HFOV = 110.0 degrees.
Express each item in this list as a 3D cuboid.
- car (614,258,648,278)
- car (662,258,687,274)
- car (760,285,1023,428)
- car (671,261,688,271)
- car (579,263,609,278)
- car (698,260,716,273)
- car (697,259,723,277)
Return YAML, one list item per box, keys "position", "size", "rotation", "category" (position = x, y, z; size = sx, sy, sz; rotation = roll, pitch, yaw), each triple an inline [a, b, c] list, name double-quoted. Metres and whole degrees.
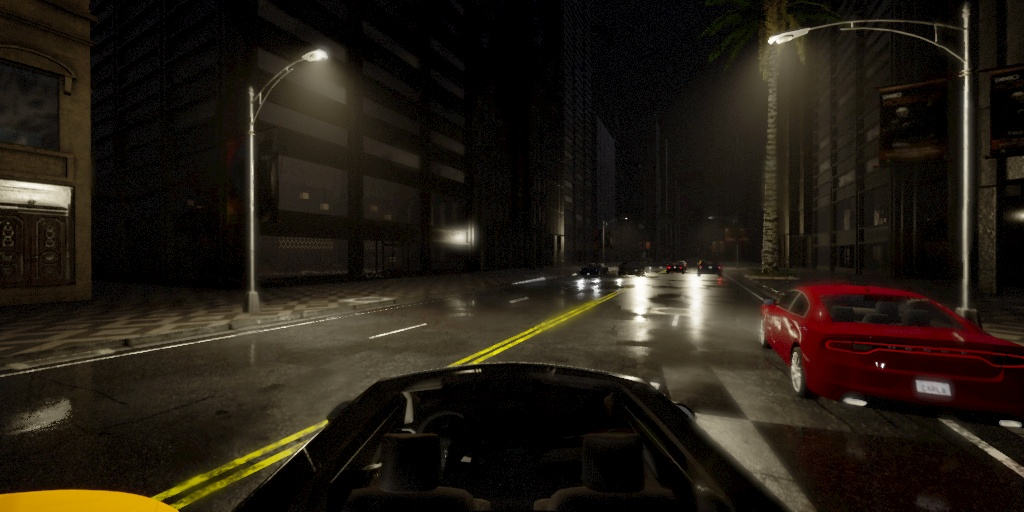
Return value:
- position: [11.473, 1.226, 34.431]
  size: [1.882, 1.535, 5.008]
  rotation: [0, 0, 27]
  category: "car"
- position: [18.657, 1.295, 40.824]
  size: [2.033, 1.411, 5.357]
  rotation: [0, 0, 27]
  category: "car"
- position: [5.515, 1.223, 5.928]
  size: [1.882, 1.535, 5.008]
  rotation: [0, 0, 27]
  category: "car"
- position: [23.546, 1.353, 50.322]
  size: [1.895, 1.301, 4.718]
  rotation: [0, 0, 27]
  category: "car"
- position: [7.966, 1.352, 34.696]
  size: [1.895, 1.301, 4.718]
  rotation: [0, 0, 27]
  category: "car"
- position: [23.724, 1.224, 43.725]
  size: [1.882, 1.535, 5.008]
  rotation: [0, 0, 28]
  category: "car"
- position: [19.296, 1.096, 35.002]
  size: [2.097, 1.767, 4.553]
  rotation: [0, 0, 27]
  category: "car"
